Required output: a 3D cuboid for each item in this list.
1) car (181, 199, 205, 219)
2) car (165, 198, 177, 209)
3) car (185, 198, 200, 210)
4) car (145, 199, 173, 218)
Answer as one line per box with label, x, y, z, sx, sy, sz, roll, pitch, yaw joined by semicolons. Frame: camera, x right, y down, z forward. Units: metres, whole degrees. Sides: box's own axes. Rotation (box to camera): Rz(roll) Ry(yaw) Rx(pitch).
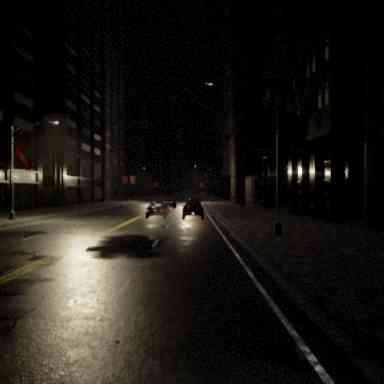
car;0.090;1.577;30.167;1.837;1.490;4.892;0;-1;0
car;-3.165;1.596;47.226;2.128;1.511;4.902;0;0;0
car;0.086;1.652;47.063;2.033;1.411;5.357;0;0;0
car;-3.154;1.623;30.590;2.033;1.411;5.357;0;0;-1
